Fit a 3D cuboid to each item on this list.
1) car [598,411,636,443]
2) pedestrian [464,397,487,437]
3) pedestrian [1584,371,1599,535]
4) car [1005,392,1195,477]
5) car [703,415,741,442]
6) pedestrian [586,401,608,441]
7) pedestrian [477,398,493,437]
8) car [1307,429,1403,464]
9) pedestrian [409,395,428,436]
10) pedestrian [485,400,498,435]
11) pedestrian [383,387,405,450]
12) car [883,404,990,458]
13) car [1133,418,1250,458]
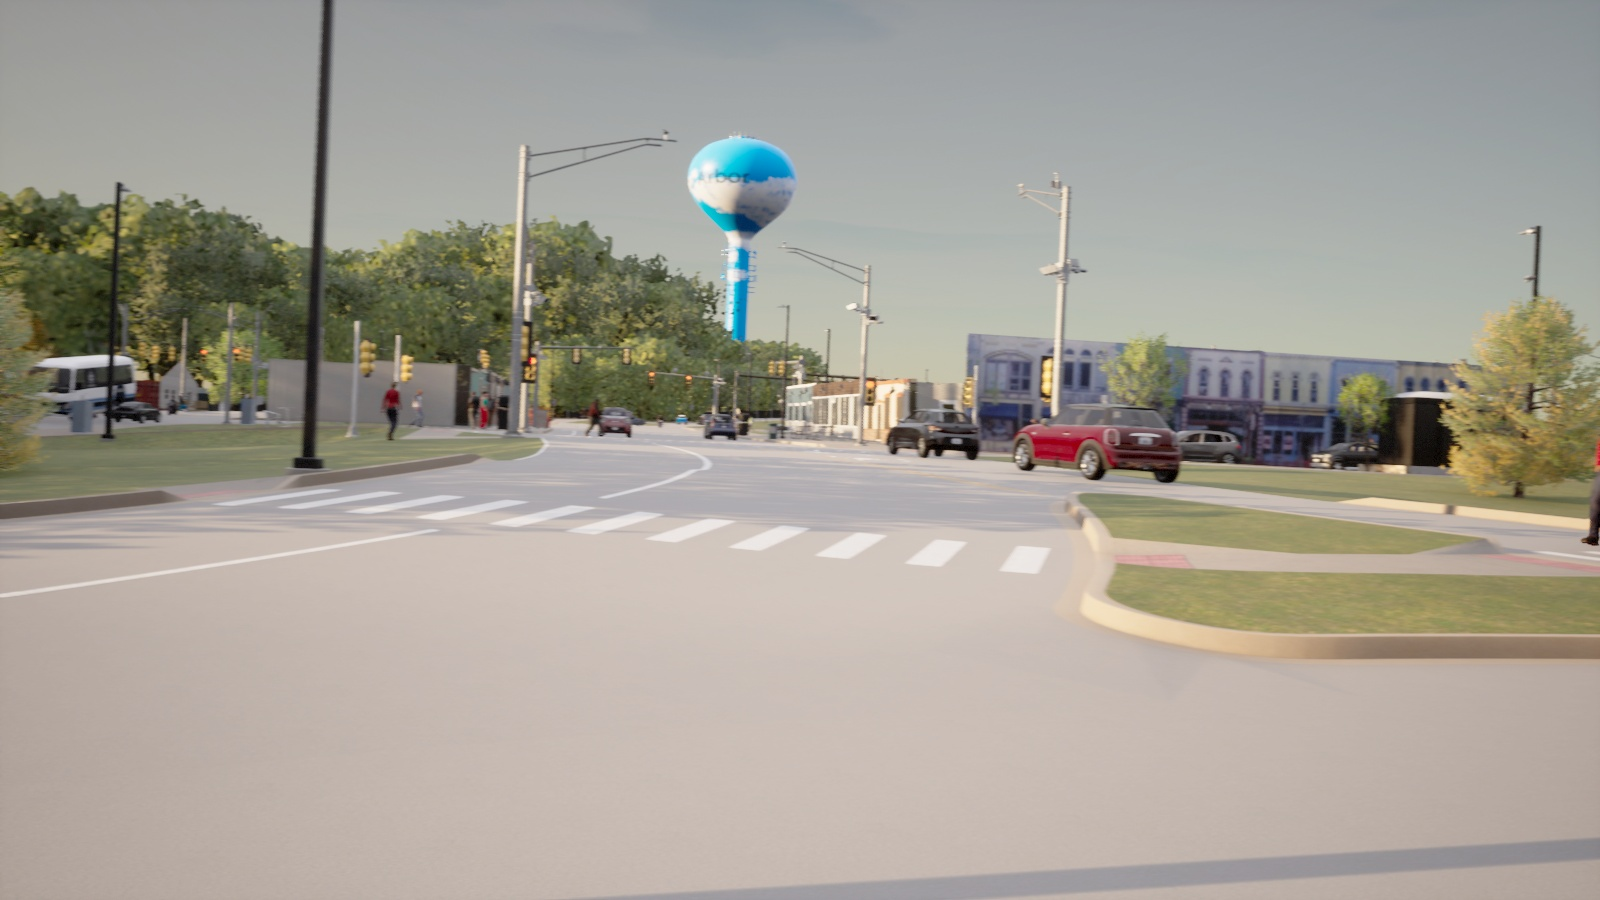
[{"bbox_3d":[-9.180,-1.162,62.999,1.845,1.501,3.633,1,1,-8],"label":"car"},{"bbox_3d":[-15.400,-1.565,59.610,0.849,1.883,0.563,2,0,33],"label":"pedestrian"},{"bbox_3d":[9.345,0.039,14.350,0.636,1.846,0.331,1,0,-27],"label":"pedestrian"},{"bbox_3d":[6.725,-0.415,28.762,2.097,1.767,4.553,1,2,-18],"label":"car"},{"bbox_3d":[-4.915,-1.365,78.772,1.851,1.617,3.988,1,1,-11],"label":"car"},{"bbox_3d":[-9.305,-1.331,57.699,0.899,1.844,0.634,1,0,-4],"label":"pedestrian"},{"bbox_3d":[-15.074,-1.568,60.141,0.594,1.836,0.345,1,0,14],"label":"pedestrian"},{"bbox_3d":[26.189,-0.167,59.309,3.705,1.549,1.789,2,0,-10],"label":"car"},{"bbox_3d":[-17.244,-1.566,56.791,0.706,1.836,0.354,1,0,-7],"label":"pedestrian"},{"bbox_3d":[-16.381,-1.719,66.669,0.540,1.848,0.694,1,0,-8],"label":"pedestrian"},{"bbox_3d":[-12.069,-0.942,37.313,0.331,1.846,0.636,1,0,8],"label":"pedestrian"},{"bbox_3d":[4.049,-0.594,37.983,1.816,1.474,4.193,1,1,-14],"label":"car"},{"bbox_3d":[18.003,-0.556,57.853,4.611,1.667,2.242,2,0,-10],"label":"car"}]
